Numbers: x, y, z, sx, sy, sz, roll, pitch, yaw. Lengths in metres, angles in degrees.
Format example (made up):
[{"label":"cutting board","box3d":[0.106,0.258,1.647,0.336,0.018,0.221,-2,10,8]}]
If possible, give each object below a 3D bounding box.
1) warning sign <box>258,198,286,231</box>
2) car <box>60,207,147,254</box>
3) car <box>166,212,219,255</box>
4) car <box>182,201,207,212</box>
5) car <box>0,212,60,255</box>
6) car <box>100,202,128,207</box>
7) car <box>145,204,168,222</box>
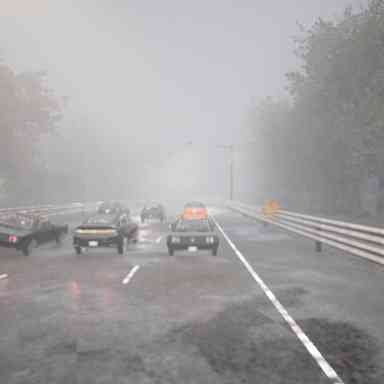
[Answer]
[{"label":"warning sign","box3d":[4.625,1.291,19.306,1.300,1.860,1.060,-1,-2,1]},{"label":"car","box3d":[-3.446,1.624,14.113,2.128,1.511,4.902,0,0,1]},{"label":"car","box3d":[0.050,1.730,13.908,1.895,1.301,4.718,0,0,1]},{"label":"car","box3d":[0.228,1.607,28.803,2.097,1.767,4.553,0,-1,1]},{"label":"car","box3d":[-6.852,1.571,13.964,1.895,1.301,4.718,13,0,1]},{"label":"car","box3d":[-6.771,1.611,28.921,2.097,1.767,4.553,0,-1,1]},{"label":"car","box3d":[-3.266,1.753,29.074,2.128,1.511,4.902,0,0,1]}]
